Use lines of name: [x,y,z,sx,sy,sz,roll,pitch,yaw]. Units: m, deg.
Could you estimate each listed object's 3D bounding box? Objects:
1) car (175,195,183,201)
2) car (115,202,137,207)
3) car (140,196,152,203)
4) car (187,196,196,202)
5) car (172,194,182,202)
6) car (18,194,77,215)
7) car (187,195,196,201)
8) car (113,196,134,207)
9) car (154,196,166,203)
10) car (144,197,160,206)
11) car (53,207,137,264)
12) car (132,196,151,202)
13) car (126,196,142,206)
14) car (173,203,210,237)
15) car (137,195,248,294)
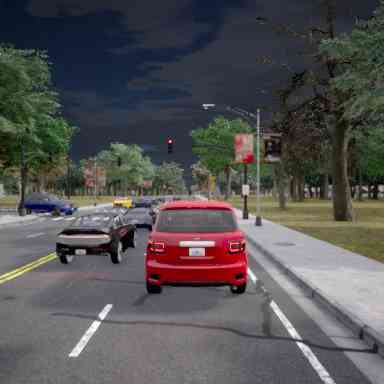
car: [-3.370,1.546,86.810,1.895,1.301,4.718,0,0,0]
car: [-3.178,1.569,20.528,1.994,1.385,4.181,0,0,0]
car: [-9.847,1.548,70.977,1.837,1.490,4.892,0,0,0]
car: [-0.105,1.595,76.369,2.033,1.411,5.357,0,0,0]
car: [-3.355,1.411,76.751,2.097,1.767,4.553,0,0,0]
car: [-13.571,1.225,31.290,5.566,2.045,2.150,0,-1,18]
car: [-0.120,1.476,86.784,2.128,1.511,4.902,0,0,0]
car: [-9.902,1.498,47.481,1.882,1.535,5.008,0,0,0]
car: [-6.595,1.593,69.324,2.033,1.411,5.357,0,0,0]
car: [-6.664,1.575,55.645,2.033,1.411,5.357,0,0,0]
car: [-3.164,1.493,11.864,2.128,1.511,4.902,0,0,0]
car: [-6.661,1.620,46.038,1.895,1.301,4.718,0,0,0]
car: [-9.909,1.535,57.277,1.837,1.490,4.892,0,0,0]
car: [-0.025,1.482,19.270,1.882,1.535,5.008,0,0,0]
car: [0.089,1.223,8.953,2.150,2.045,5.566,0,0,0]
